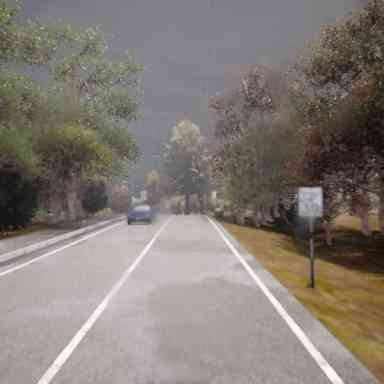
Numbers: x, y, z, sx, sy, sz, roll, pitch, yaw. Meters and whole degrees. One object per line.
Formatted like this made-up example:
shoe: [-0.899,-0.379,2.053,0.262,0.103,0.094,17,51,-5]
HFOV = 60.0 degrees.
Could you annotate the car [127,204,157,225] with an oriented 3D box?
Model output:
car: [-3.778,1.656,25.658,1.812,1.442,4.674,0,-1,0]
